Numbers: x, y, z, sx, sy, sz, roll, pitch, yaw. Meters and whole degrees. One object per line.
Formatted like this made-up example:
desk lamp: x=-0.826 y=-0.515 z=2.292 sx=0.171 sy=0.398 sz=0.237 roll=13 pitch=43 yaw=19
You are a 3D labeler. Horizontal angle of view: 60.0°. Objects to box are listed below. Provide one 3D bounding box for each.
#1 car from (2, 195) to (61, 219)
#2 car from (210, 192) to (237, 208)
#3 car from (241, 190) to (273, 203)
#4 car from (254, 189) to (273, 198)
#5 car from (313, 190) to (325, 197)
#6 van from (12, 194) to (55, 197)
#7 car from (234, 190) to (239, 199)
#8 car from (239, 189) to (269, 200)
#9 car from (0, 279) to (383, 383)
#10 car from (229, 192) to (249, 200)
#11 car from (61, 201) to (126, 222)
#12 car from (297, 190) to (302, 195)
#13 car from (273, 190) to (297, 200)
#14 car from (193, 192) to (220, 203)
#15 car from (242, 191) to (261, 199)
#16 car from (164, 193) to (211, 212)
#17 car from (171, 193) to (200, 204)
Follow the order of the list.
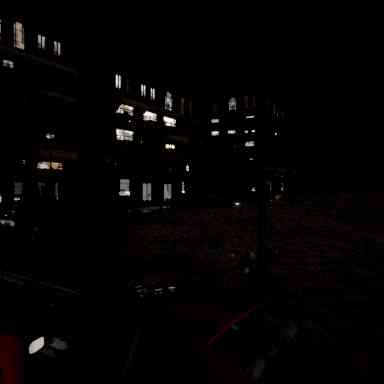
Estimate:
car: x=-11.915 y=1.276 z=26.362 sx=2.033 sy=1.411 sz=5.357 roll=1 pitch=1 yaw=36
car: x=2.824 y=1.051 z=37.456 sx=2.008 sy=1.369 sz=4.403 roll=2 pitch=2 yaw=35
car: x=9.173 y=0.877 z=46.608 sx=2.008 sy=1.369 sz=4.403 roll=2 pitch=2 yaw=35
car: x=14.988 y=0.228 z=69.681 sx=2.192 sy=1.841 sz=5.009 roll=2 pitch=2 yaw=35
car: x=28.898 y=0.260 z=75.639 sx=1.882 sy=1.535 sz=5.008 roll=1 pitch=1 yaw=35
van: x=-13.581 y=1.036 z=28.500 sx=1.690 sy=1.788 sz=3.998 roll=2 pitch=2 yaw=35
car: x=7.794 y=0.368 z=54.617 sx=1.812 sy=1.442 sz=4.674 roll=1 pitch=1 yaw=35
car: x=9.707 y=0.710 z=51.954 sx=1.882 sy=1.535 sz=5.008 roll=1 pitch=1 yaw=35
car: x=-0.314 y=1.545 z=3.089 sx=4.507 sy=1.381 sz=1.887 roll=0 pitch=0 yaw=36
car: x=8.636 y=0.651 z=60.536 sx=1.947 sy=1.339 sz=4.313 roll=2 pitch=2 yaw=35
car: x=-6.698 y=1.329 z=23.730 sx=1.947 sy=1.339 sz=4.313 roll=2 pitch=2 yaw=35
car: x=27.682 y=0.116 z=87.990 sx=1.887 sy=1.381 sz=4.507 roll=2 pitch=2 yaw=35
car: x=15.619 y=0.676 z=55.899 sx=1.752 sy=1.417 sz=4.829 roll=2 pitch=2 yaw=35
car: x=2.288 y=0.809 z=51.384 sx=2.008 sy=1.369 sz=4.403 roll=2 pitch=2 yaw=35
car: x=11.714 y=0.527 z=64.971 sx=1.752 sy=1.417 sz=4.829 roll=2 pitch=2 yaw=35
car: x=-0.350 y=1.133 z=32.880 sx=1.887 sy=1.381 sz=4.507 roll=2 pitch=2 yaw=35
car: x=-0.886 y=0.911 z=46.809 sx=1.947 sy=1.339 sz=4.313 roll=2 pitch=2 yaw=35
